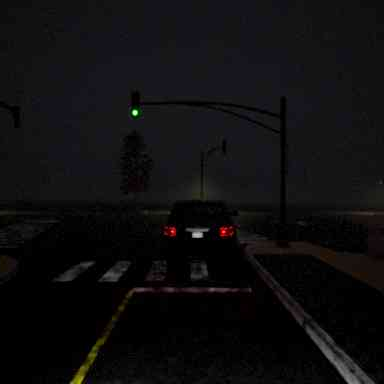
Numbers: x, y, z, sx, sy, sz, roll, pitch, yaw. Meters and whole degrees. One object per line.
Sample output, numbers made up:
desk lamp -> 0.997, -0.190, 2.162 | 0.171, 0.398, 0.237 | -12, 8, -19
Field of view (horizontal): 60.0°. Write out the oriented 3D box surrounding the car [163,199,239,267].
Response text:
car -> 0.452, 1.260, 11.673 | 2.150, 2.045, 5.566 | -1, 0, 6
